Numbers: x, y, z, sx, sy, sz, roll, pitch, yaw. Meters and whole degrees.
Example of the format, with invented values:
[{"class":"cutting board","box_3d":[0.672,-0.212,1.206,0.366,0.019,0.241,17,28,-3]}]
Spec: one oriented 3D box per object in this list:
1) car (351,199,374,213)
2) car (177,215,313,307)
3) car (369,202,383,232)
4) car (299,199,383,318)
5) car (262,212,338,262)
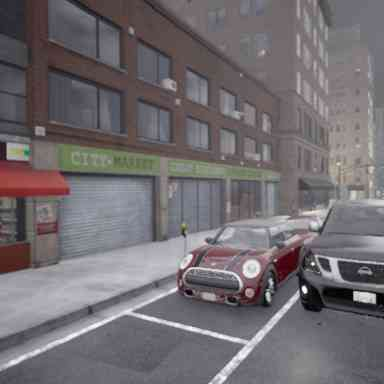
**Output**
[{"class":"car","box_3d":[18.803,1.457,36.548,1.887,1.381,4.507,-1,0,31]},{"class":"car","box_3d":[1.355,1.431,7.933,1.967,1.590,4.097,-1,0,31]},{"class":"car","box_3d":[12.020,1.429,20.282,1.882,1.535,5.008,0,0,31]},{"class":"car","box_3d":[3.991,1.207,7.311,2.150,2.045,5.566,0,0,31]},{"class":"car","box_3d":[4.265,1.562,12.702,1.802,1.307,4.206,-1,0,31]}]
